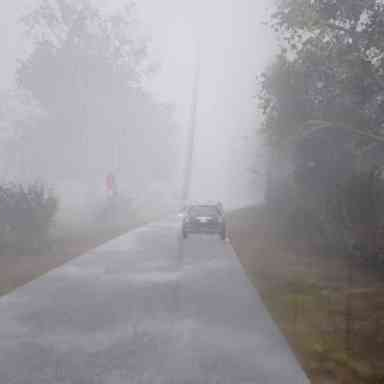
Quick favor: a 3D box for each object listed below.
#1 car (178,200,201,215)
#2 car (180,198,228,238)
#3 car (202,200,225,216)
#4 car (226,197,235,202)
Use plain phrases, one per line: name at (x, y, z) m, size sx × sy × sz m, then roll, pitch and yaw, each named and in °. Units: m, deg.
car at (-0.173, 1.702, 38.573) m, size 1.882 × 1.535 × 5.008 m, roll 0°, pitch -1°, yaw 8°
car at (0.684, 1.380, 17.862) m, size 2.097 × 1.767 × 4.553 m, roll 0°, pitch 0°, yaw 4°
car at (2.391, 1.695, 35.631) m, size 2.128 × 1.511 × 4.902 m, roll 0°, pitch -1°, yaw 7°
car at (8.960, 1.858, 78.903) m, size 1.882 × 1.535 × 5.008 m, roll 1°, pitch 1°, yaw 17°
